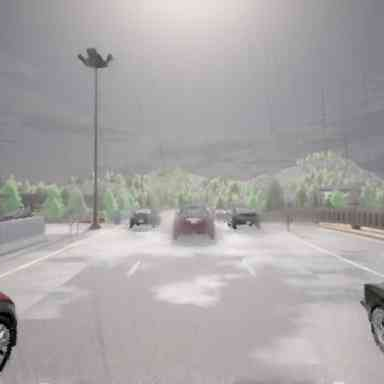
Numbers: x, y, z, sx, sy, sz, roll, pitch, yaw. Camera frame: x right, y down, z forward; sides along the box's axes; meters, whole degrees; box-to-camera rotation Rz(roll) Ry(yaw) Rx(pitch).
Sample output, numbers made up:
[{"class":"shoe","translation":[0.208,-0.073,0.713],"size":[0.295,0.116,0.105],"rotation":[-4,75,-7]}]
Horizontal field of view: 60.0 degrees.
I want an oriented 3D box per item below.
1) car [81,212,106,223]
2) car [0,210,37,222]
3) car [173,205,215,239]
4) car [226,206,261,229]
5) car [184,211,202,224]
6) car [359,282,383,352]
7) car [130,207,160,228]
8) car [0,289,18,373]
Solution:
[{"class":"car","translation":[-14.007,3.843,47.728],"size":[2.150,2.045,5.566],"rotation":[0,-8,0]},{"class":"car","translation":[-17.531,2.517,33.840],"size":[1.994,1.385,4.181],"rotation":[0,-5,0]},{"class":"car","translation":[0.096,1.497,18.204],"size":[2.097,1.767,4.553],"rotation":[0,-1,0]},{"class":"car","translation":[3.596,1.809,23.618],"size":[1.837,1.490,4.892],"rotation":[0,-2,0]},{"class":"car","translation":[0.093,3.059,39.627],"size":[2.033,1.411,5.357],"rotation":[0,-6,0]},{"class":"car","translation":[3.599,1.623,3.185],"size":[1.895,1.301,4.718],"rotation":[0,0,0]},{"class":"car","translation":[-3.418,1.875,24.594],"size":[1.812,1.442,4.674],"rotation":[0,-3,0]},{"class":"car","translation":[-3.401,1.371,2.665],"size":[2.097,1.767,4.553],"rotation":[0,0,0]}]
